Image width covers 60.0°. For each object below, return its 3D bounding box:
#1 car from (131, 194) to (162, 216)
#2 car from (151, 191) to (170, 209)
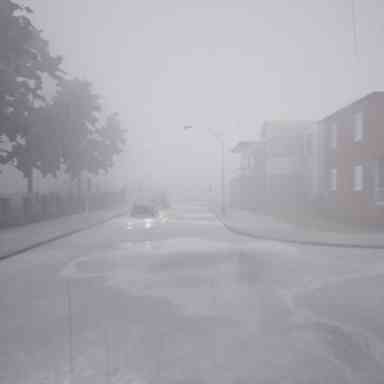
[{"bbox_3d":[-4.079,1.245,29.321,1.882,1.535,5.008,0,0,0],"label":"car"},{"bbox_3d":[-4.042,0.903,40.517,2.150,2.045,5.566,0,0,3],"label":"car"}]
